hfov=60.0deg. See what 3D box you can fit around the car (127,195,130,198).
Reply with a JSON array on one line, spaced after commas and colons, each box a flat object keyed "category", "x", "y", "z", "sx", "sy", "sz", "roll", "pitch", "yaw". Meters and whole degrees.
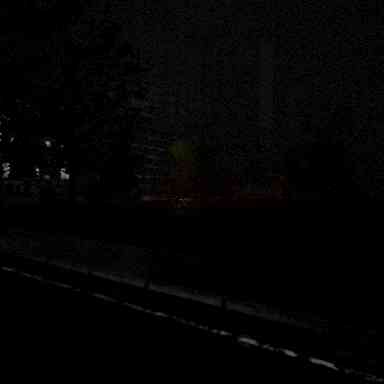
[{"category": "car", "x": -14.207, "y": 0.918, "z": 67.436, "sx": 1.994, "sy": 1.385, "sz": 4.181, "roll": 0, "pitch": 0, "yaw": 37}]
